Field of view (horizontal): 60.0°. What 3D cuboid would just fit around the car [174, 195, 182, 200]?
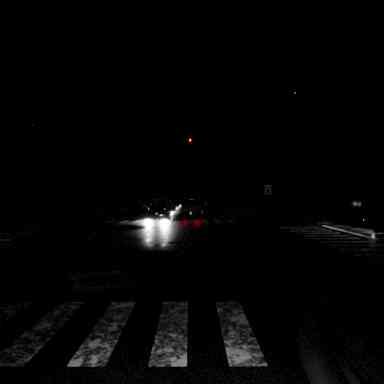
[{"bbox_3d":[-3.036,1.630,51.929,1.994,1.385,4.181,0,0,0],"label":"car"}]

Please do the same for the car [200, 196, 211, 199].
[{"bbox_3d":[2.433,1.639,47.109,1.802,1.307,4.206,0,0,0],"label":"car"}]

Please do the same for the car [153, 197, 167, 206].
[{"bbox_3d":[-5.559,1.631,58.154,2.008,1.369,4.403,0,0,0],"label":"car"}]

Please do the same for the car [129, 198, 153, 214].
[{"bbox_3d":[-5.625,1.478,36.112,1.967,1.590,4.097,0,0,0],"label":"car"}]

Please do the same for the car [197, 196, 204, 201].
[{"bbox_3d":[2.152,1.693,90.056,1.812,1.442,4.674,0,0,0],"label":"car"}]

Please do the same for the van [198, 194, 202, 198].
[{"bbox_3d":[2.466,1.421,58.130,1.690,1.788,3.998,0,0,0],"label":"van"}]

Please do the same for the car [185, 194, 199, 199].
[{"bbox_3d":[-0.050,1.586,64.041,2.128,1.511,4.902,0,0,0],"label":"car"}]

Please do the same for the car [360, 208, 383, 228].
[{"bbox_3d":[13.058,1.456,20.587,4.892,1.490,1.837,0,0,0],"label":"car"}]

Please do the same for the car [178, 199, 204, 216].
[{"bbox_3d":[-0.116,1.634,32.755,1.895,1.301,4.718,0,0,0],"label":"car"}]

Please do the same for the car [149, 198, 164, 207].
[{"bbox_3d":[-5.576,1.650,52.643,1.802,1.307,4.206,0,0,0],"label":"car"}]

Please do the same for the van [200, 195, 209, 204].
[{"bbox_3d":[2.498,1.449,69.152,1.690,1.788,3.998,0,0,0],"label":"van"}]

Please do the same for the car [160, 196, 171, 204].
[{"bbox_3d":[-5.526,1.548,69.176,1.967,1.590,4.097,0,0,0],"label":"car"}]

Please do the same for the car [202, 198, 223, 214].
[{"bbox_3d":[2.399,1.604,36.087,1.947,1.339,4.313,0,0,0],"label":"car"}]

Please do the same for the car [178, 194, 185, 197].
[{"bbox_3d":[-2.962,1.581,62.009,2.128,1.511,4.902,0,0,1],"label":"car"}]

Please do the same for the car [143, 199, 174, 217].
[{"bbox_3d":[-3.119,1.633,31.989,1.895,1.301,4.718,0,0,1],"label":"car"}]

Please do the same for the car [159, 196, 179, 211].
[{"bbox_3d":[-3.066,1.612,41.944,1.994,1.385,4.181,0,0,1],"label":"car"}]

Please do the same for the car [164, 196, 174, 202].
[{"bbox_3d":[-5.493,1.690,80.197,2.008,1.369,4.403,0,0,0],"label":"car"}]

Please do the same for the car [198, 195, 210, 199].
[{"bbox_3d":[2.449,1.634,52.620,1.947,1.339,4.313,0,0,0],"label":"car"}]
